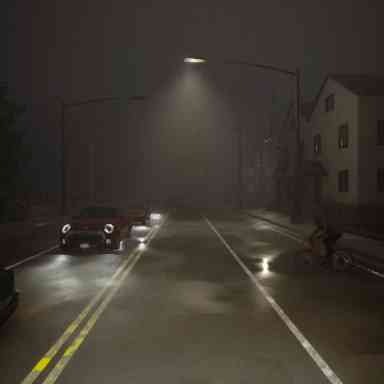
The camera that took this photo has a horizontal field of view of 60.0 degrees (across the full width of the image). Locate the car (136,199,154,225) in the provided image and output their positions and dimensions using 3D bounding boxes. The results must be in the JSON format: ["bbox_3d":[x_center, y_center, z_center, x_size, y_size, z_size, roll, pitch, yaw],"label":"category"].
[{"bbox_3d":[-4.130,1.523,24.431,1.812,1.442,4.674,0,0,-1],"label":"car"}]

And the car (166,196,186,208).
[{"bbox_3d":[-2.552,1.332,49.070,2.097,1.767,4.553,0,0,-21],"label":"car"}]

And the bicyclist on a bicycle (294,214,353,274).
[{"bbox_3d":[3.619,1.443,9.158,1.656,1.620,0.582,-1,0,-1],"label":"bicyclist on a bicycle"}]

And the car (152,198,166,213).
[{"bbox_3d":[-4.386,1.489,37.275,2.128,1.511,4.902,0,0,-1],"label":"car"}]

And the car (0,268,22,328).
[{"bbox_3d":[-3.639,1.547,3.089,2.033,1.411,5.357,0,0,-1],"label":"car"}]

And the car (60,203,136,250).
[{"bbox_3d":[-3.902,1.350,14.173,2.097,1.767,4.553,0,0,-1],"label":"car"}]
